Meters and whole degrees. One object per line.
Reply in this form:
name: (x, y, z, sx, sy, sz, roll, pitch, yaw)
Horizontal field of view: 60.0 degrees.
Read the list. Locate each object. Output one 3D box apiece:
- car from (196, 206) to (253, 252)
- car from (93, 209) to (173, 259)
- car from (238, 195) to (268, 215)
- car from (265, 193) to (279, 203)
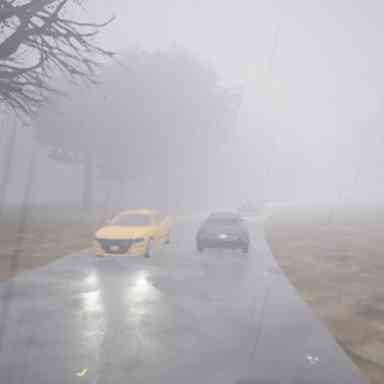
car: (1.363, 1.517, 13.741, 1.994, 1.385, 4.181, 0, 0, 8)
car: (-2.030, 1.435, 12.693, 1.882, 1.535, 5.008, 0, 0, 8)
car: (5.573, 1.299, 31.229, 2.033, 1.411, 5.357, 0, 1, 19)
car: (12.424, 0.896, 52.948, 1.837, 1.490, 4.892, -1, 1, 32)
